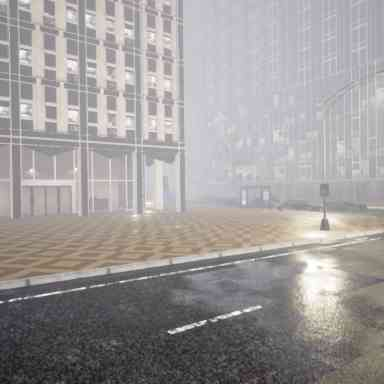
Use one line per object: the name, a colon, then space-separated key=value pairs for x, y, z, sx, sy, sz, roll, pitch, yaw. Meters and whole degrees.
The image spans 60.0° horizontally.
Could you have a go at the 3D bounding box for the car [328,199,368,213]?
car: x=16.110 y=1.401 z=34.991 sx=1.994 sy=1.385 sz=4.181 roll=-1 pitch=1 yaw=-35

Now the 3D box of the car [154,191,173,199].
car: x=-6.716 y=0.607 z=78.448 sx=2.192 sy=1.841 sz=5.009 roll=-1 pitch=1 yaw=-34

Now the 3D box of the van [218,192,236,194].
van: x=6.159 y=0.847 z=59.710 sx=1.690 sy=1.788 sz=3.998 roll=-1 pitch=1 yaw=-34

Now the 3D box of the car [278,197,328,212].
car: x=12.019 y=1.417 z=36.158 sx=1.947 sy=1.339 sz=4.313 roll=-1 pitch=1 yaw=-34

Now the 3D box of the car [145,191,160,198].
car: x=-9.934 y=0.678 z=83.133 sx=1.967 sy=1.590 sz=4.097 roll=-1 pitch=1 yaw=-34

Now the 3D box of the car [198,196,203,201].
car: x=2.941 y=1.035 z=64.398 sx=1.802 sy=1.307 sz=4.206 roll=-1 pitch=1 yaw=-34

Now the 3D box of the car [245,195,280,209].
car: x=8.815 y=1.381 z=40.855 sx=1.802 sy=1.307 sz=4.206 roll=-1 pitch=1 yaw=-34

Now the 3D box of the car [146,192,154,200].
car: x=-10.404 y=1.033 z=69.022 sx=2.008 sy=1.369 sz=4.403 roll=0 pitch=1 yaw=-34

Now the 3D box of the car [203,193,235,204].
car: x=4.292 y=1.248 z=52.213 sx=1.895 sy=1.301 sz=4.718 roll=-1 pitch=1 yaw=-34

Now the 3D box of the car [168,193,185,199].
car: x=-3.497 y=0.928 z=73.767 sx=1.802 sy=1.307 sz=4.206 roll=-1 pitch=1 yaw=-34

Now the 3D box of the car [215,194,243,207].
car: x=5.644 y=1.313 z=45.572 sx=1.947 sy=1.339 sz=4.313 roll=-1 pitch=1 yaw=-34

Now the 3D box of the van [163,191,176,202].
van: x=-3.966 y=0.930 z=59.651 sx=1.690 sy=1.788 sz=3.998 roll=-1 pitch=1 yaw=-34
